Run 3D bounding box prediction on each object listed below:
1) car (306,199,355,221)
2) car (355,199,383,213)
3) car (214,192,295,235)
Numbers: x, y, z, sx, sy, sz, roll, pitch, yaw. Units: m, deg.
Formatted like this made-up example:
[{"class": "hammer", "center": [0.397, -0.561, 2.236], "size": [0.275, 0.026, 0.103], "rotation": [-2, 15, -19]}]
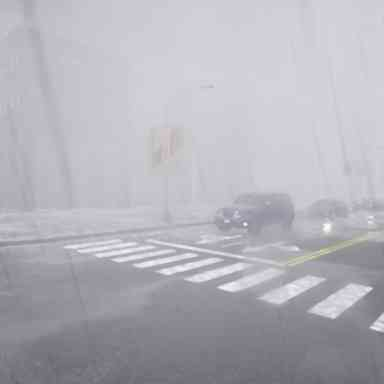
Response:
[{"class": "car", "center": [10.383, 1.285, 25.270], "size": [1.837, 1.490, 4.892], "rotation": [1, 1, 44]}, {"class": "car", "center": [17.403, 1.343, 32.764], "size": [1.895, 1.301, 4.718], "rotation": [1, 1, 43]}, {"class": "car", "center": [3.544, 1.039, 17.963], "size": [2.150, 2.045, 5.566], "rotation": [1, 1, 43]}]
